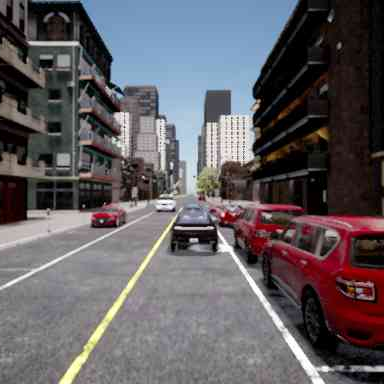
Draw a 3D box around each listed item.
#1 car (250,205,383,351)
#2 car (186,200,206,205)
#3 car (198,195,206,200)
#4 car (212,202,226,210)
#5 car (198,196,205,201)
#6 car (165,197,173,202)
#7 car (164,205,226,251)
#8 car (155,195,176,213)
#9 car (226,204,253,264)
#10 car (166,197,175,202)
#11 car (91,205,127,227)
[{"bbox_3d":[2.692,1.332,6.210,2.192,1.841,5.009,0,0,0],"label":"car"},{"bbox_3d":[0.079,1.656,29.895,1.994,1.385,4.181,0,0,0],"label":"car"},{"bbox_3d":[2.672,1.662,89.286,2.192,1.841,5.009,0,0,0],"label":"car"},{"bbox_3d":[2.688,1.509,23.203,1.967,1.590,4.097,0,0,0],"label":"car"},{"bbox_3d":[2.670,1.941,94.811,1.947,1.339,4.313,0,0,0],"label":"car"},{"bbox_3d":[-5.795,1.865,83.762,1.887,1.381,4.507,0,0,0],"label":"car"},{"bbox_3d":[0.080,1.531,14.369,2.128,1.511,4.902,0,0,0],"label":"car"},{"bbox_3d":[-3.093,1.351,40.152,2.150,2.045,5.566,0,0,0],"label":"car"},{"bbox_3d":[2.691,1.348,11.876,2.192,1.841,5.009,0,0,0],"label":"car"},{"bbox_3d":[-5.709,1.913,89.283,1.947,1.339,4.313,0,0,0],"label":"car"},{"bbox_3d":[-5.693,1.613,23.201,1.887,1.381,4.507,0,0,0],"label":"car"}]
